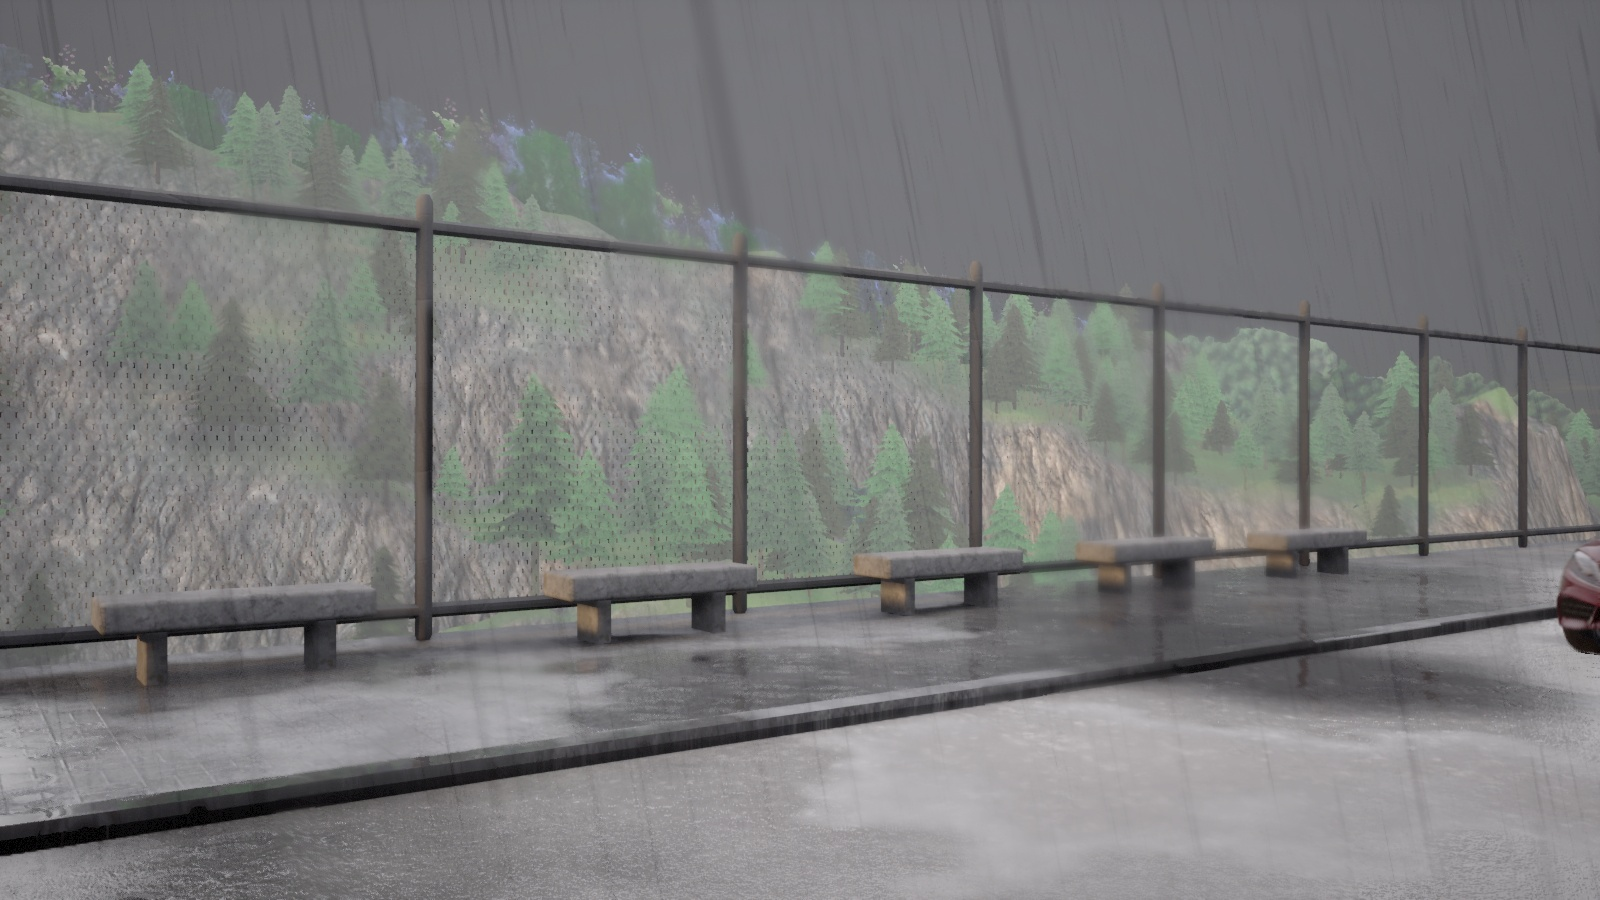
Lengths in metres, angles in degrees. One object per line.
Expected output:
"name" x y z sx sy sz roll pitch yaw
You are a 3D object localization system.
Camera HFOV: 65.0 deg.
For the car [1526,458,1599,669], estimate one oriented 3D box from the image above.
"car" 7.643 0.778 9.600 4.674 1.442 1.812 0 0 -35
